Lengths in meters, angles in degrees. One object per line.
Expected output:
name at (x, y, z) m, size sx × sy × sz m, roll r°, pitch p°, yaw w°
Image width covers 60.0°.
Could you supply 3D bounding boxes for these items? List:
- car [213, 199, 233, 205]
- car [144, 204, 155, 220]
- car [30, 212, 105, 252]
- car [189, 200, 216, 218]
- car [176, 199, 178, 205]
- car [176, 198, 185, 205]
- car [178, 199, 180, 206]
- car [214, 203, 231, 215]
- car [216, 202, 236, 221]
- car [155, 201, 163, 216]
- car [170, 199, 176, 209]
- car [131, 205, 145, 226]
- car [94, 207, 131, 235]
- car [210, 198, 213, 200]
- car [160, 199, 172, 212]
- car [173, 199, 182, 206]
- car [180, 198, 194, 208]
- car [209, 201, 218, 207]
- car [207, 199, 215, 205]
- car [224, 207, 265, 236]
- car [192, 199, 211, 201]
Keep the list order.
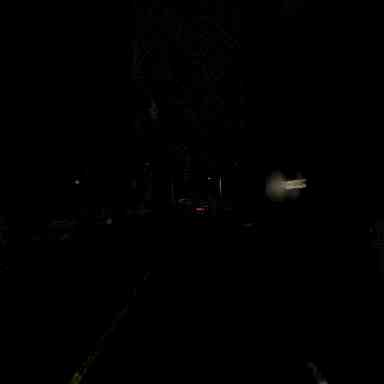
car at (3.722, 1.812, 36.988) m, size 2.192 × 1.841 × 5.009 m, roll 0°, pitch -1°, yaw 2°
car at (-4.970, 1.914, 31.435) m, size 1.752 × 1.417 × 4.829 m, roll 0°, pitch -1°, yaw 2°
car at (-5.461, 1.747, 14.695) m, size 1.802 × 1.307 × 4.206 m, roll 0°, pitch -1°, yaw 2°
car at (1.104, 1.957, 35.324) m, size 2.128 × 1.511 × 4.902 m, roll 0°, pitch -1°, yaw 1°
car at (-4.140, 2.356, 59.788) m, size 1.947 × 1.339 × 4.313 m, roll 0°, pitch -1°, yaw 2°
car at (-3.149, 2.640, 93.610) m, size 2.192 × 1.841 × 5.009 m, roll 0°, pitch -1°, yaw 2°
car at (-3.975, 2.454, 65.423) m, size 1.802 × 1.307 × 4.206 m, roll 0°, pitch -1°, yaw 2°
car at (3.886, 2.143, 42.620) m, size 1.947 × 1.339 × 4.313 m, roll 0°, pitch -1°, yaw 2°
car at (3.555, 1.963, 31.349) m, size 1.887 × 1.381 × 4.507 m, roll 0°, pitch -1°, yaw 2°
car at (-4.801, 2.036, 37.241) m, size 1.947 × 1.339 × 4.313 m, roll 0°, pitch -1°, yaw 2°
car at (-4.304, 2.025, 54.154) m, size 2.192 × 1.841 × 5.009 m, roll 0°, pitch -1°, yaw 2°
car at (-5.131, 1.896, 25.968) m, size 1.802 × 1.307 × 4.206 m, roll 0°, pitch -1°, yaw 2°
car at (-5.295, 1.679, 20.332) m, size 1.967 × 1.590 × 4.097 m, roll 0°, pitch -1°, yaw 2°
car at (4.052, 1.972, 48.259) m, size 2.192 × 1.841 × 5.009 m, roll 0°, pitch -1°, yaw 2°
car at (-4.470, 2.174, 48.514) m, size 1.887 × 1.381 × 4.507 m, roll 0°, pitch -1°, yaw 2°
car at (-3.480, 2.582, 82.335) m, size 1.967 × 1.590 × 4.097 m, roll 0°, pitch -1°, yaw 2°
car at (-1.048, 2.396, 67.876) m, size 1.882 × 1.535 × 5.008 m, roll 0°, pitch -1°, yaw 2°
car at (4.876, 2.659, 76.433) m, size 1.802 × 1.307 × 4.206 m, roll 0°, pitch -1°, yaw 2°
car at (5.372, 2.792, 93.344) m, size 1.967 × 1.590 × 4.097 m, roll 0°, pitch -1°, yaw 2°
car at (3.226, 1.832, 20.076) m, size 1.947 × 1.339 × 4.313 m, roll 0°, pitch -1°, yaw 2°
car at (1.408, 2.104, 45.738) m, size 2.128 × 1.511 × 4.902 m, roll 0°, pitch -1°, yaw 2°
